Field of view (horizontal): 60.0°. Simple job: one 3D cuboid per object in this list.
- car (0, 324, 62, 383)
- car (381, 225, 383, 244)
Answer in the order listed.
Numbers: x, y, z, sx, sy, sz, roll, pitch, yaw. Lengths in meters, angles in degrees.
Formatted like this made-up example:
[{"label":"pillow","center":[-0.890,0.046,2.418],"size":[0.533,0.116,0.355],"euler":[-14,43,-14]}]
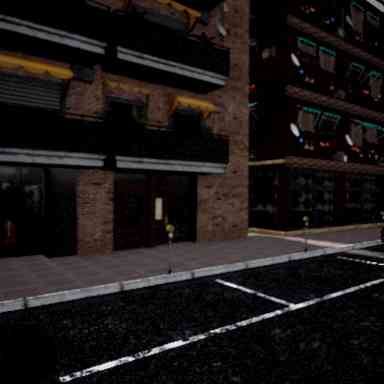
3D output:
[{"label":"car","center":[-3.025,1.496,1.218],"size":[4.892,1.490,1.837],"euler":[0,0,-36]},{"label":"car","center":[9.705,1.387,13.504],"size":[5.009,1.841,2.192],"euler":[0,0,-36]}]
